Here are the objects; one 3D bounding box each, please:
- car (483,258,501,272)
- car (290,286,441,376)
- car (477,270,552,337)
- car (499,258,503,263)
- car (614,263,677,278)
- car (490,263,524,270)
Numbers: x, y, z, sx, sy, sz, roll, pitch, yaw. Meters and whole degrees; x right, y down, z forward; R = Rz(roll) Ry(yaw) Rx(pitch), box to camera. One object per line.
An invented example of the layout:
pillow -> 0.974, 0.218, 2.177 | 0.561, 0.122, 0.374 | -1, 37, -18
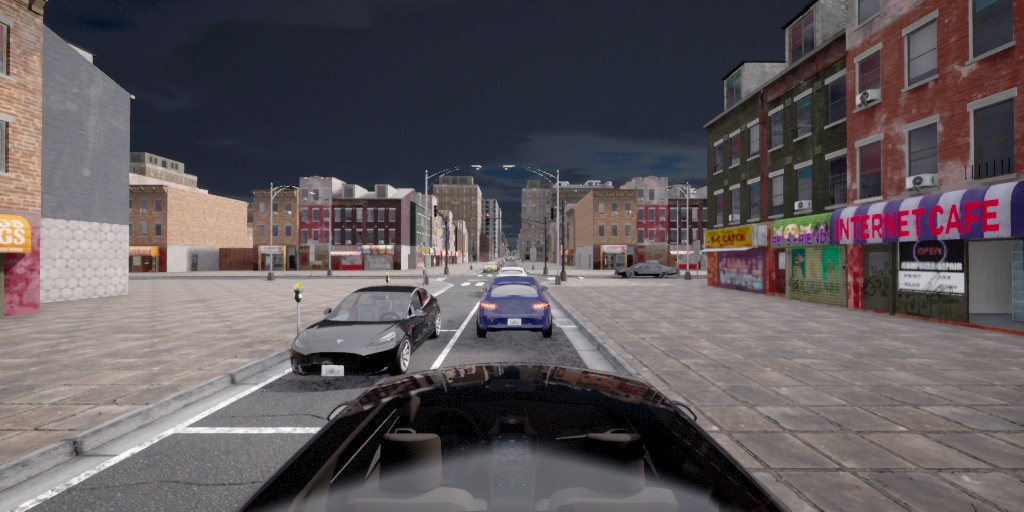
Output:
car -> -2.707, 1.322, 45.058 | 1.751, 1.417, 4.829 | 0, 0, 0
car -> -2.647, 1.317, 7.459 | 1.948, 1.339, 4.313 | 0, 0, 0
car -> 0.065, 1.278, 10.141 | 1.812, 1.442, 4.674 | 0, 0, 0
car -> -2.717, 1.355, 50.833 | 1.888, 1.381, 4.507 | 0, 0, 0
car -> 12.275, 1.304, 33.068 | 5.357, 1.411, 2.033 | 0, 0, 0
car -> -0.010, 1.284, 19.275 | 1.812, 1.442, 4.674 | 0, 0, 0
